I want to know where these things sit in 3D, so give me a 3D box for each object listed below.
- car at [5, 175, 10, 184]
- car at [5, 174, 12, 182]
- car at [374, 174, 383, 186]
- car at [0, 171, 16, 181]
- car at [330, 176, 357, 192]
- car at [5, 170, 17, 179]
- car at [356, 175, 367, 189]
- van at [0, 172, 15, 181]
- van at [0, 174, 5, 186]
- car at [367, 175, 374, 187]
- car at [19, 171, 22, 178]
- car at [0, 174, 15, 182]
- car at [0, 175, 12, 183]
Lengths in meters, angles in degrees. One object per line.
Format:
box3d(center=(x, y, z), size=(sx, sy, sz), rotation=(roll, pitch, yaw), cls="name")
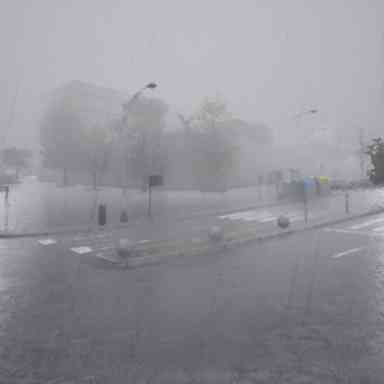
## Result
box3d(center=(-35.593, -1.851, 58.745), size=(4.892, 1.521, 2.231), rotation=(-1, 6, -43), cls="car")
box3d(center=(-36.771, -2.072, 61.518), size=(4.792, 1.488, 2.163), rotation=(-1, 5, -43), cls="car")
box3d(center=(23.821, -1.418, 47.145), size=(5.008, 1.535, 2.097), rotation=(-2, 3, 27), cls="car")
box3d(center=(-37.956, -2.601, 64.254), size=(5.566, 2.045, 2.435), rotation=(-1, 5, -44), cls="car")
box3d(center=(17.350, -0.769, 41.107), size=(4.792, 1.488, 2.163), rotation=(-2, 3, 28), cls="car")
box3d(center=(-40.387, -3.099, 69.738), size=(5.566, 2.045, 2.435), rotation=(-1, 5, -44), cls="car")
box3d(center=(19.548, -1.006, 43.085), size=(4.892, 1.521, 2.231), rotation=(-2, 3, 28), cls="car")
box3d(center=(-42.779, -3.570, 75.245), size=(4.442, 1.987, 1.878), rotation=(-1, 5, -44), cls="van")
box3d(center=(-33.159, -1.582, 53.299), size=(4.442, 1.987, 1.878), rotation=(-1, 5, -43), cls="van")
box3d(center=(21.692, -1.173, 45.117), size=(4.674, 1.452, 2.002), rotation=(-2, 2, 27), cls="car")
box3d(center=(-45.292, -4.073, 80.625), size=(5.566, 2.045, 2.435), rotation=(-1, 5, -44), cls="car")
box3d(center=(-41.775, -3.096, 72.325), size=(5.366, 1.575, 1.946), rotation=(-1, 6, -44), cls="car")
box3d(center=(-39.199, -2.599, 67.000), size=(4.892, 1.521, 2.231), rotation=(-1, 5, -44), cls="car")
